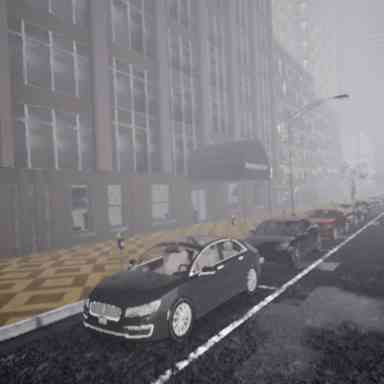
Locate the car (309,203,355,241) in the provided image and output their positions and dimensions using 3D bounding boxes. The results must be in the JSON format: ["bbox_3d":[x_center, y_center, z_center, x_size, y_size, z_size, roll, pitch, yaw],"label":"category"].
[{"bbox_3d":[6.321,1.444,16.054,1.887,1.381,4.507,-3,-1,34],"label":"car"}]

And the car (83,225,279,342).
[{"bbox_3d":[-0.083,1.608,6.663,2.008,1.369,4.403,-3,-1,34],"label":"car"}]

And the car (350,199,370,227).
[{"bbox_3d":[9.523,1.372,20.749,2.008,1.369,4.403,-3,-1,34],"label":"car"}]

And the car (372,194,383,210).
[{"bbox_3d":[19.129,1.135,34.835,2.008,1.369,4.403,-3,-1,34],"label":"car"}]

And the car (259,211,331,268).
[{"bbox_3d":[3.120,1.544,11.358,1.947,1.339,4.313,-3,-1,34],"label":"car"}]

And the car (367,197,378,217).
[{"bbox_3d":[12.726,1.324,25.444,1.802,1.307,4.206,-3,-1,34],"label":"car"}]
